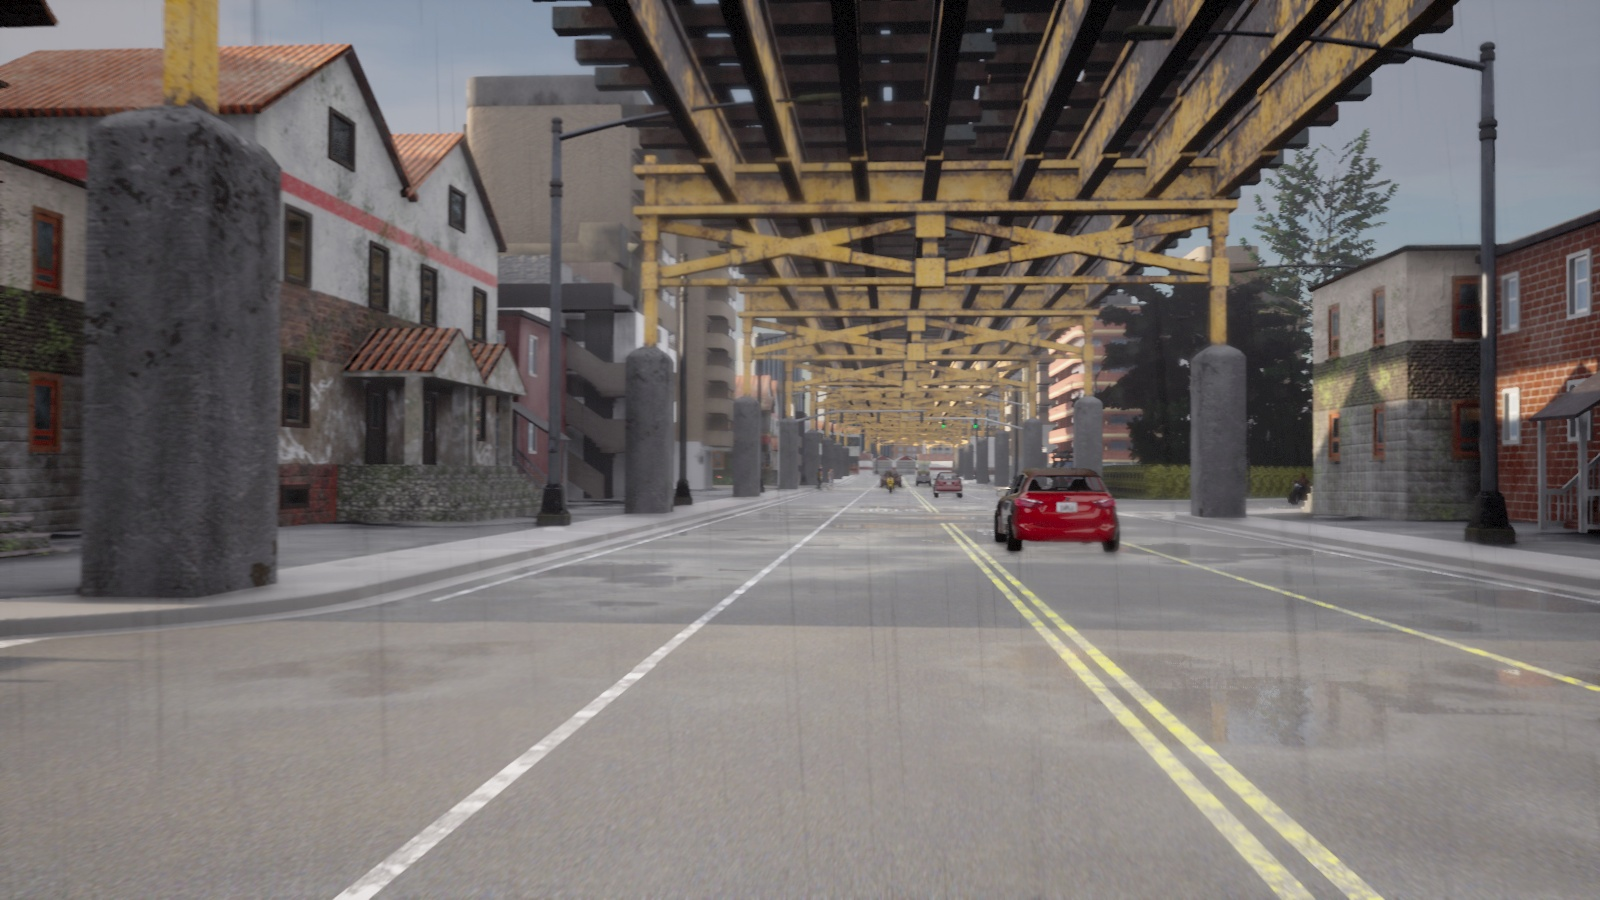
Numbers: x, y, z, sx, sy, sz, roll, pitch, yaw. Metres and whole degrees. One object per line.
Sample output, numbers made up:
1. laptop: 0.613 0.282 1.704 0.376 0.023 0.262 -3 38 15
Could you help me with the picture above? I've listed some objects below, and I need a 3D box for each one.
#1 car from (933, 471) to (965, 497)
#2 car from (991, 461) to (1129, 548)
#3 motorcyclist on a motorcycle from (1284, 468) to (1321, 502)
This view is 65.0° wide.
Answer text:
1. car: 9.124 2.056 76.987 1.789 1.549 3.705 0 -1 4
2. car: 5.344 1.086 26.432 2.242 1.667 4.611 0 -1 4
3. motorcyclist on a motorcycle: 25.248 1.746 63.079 2.350 1.649 0.766 0 -1 -41
